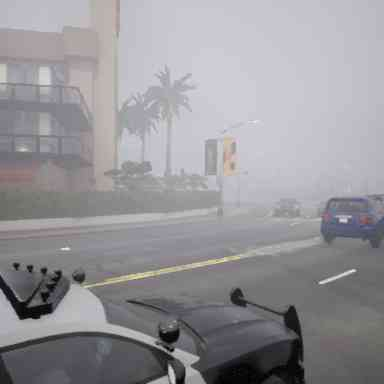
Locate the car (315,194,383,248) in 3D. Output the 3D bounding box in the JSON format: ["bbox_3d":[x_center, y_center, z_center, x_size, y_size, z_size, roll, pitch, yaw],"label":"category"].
[{"bbox_3d":[7.730,1.210,15.201,2.150,2.045,5.566,0,0,40],"label":"car"}]

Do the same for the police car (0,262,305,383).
[{"bbox_3d":[-1.108,1.423,2.523,5.238,1.638,1.930,0,0,-37],"label":"police car"}]

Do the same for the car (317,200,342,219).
[{"bbox_3d":[12.367,1.498,30.130,1.837,1.490,4.892,0,0,20],"label":"car"}]

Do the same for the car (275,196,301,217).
[{"bbox_3d":[9.138,1.332,31.470,2.097,1.767,4.553,0,0,20],"label":"car"}]

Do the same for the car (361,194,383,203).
[{"bbox_3d":[36.845,1.226,67.530,2.185,1.767,4.553,0,0,-11],"label":"car"}]
